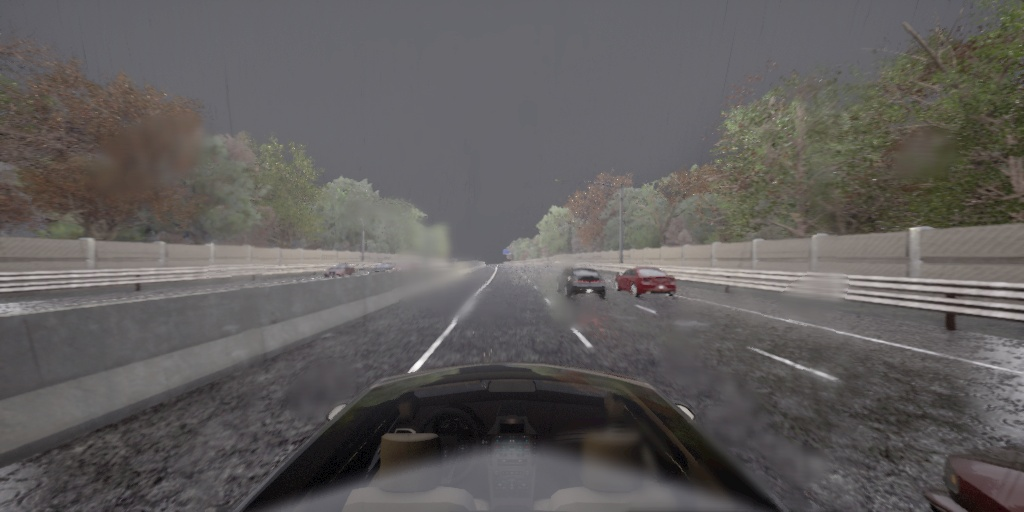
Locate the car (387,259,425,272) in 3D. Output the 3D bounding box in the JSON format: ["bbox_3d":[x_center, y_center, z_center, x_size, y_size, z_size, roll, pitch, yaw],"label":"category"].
[{"bbox_3d":[-10.900,1.344,37.276,2.097,1.767,4.553,0,0,-1],"label":"car"}]

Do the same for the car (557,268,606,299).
[{"bbox_3d":[3.531,1.360,18.733,1.837,1.490,4.892,0,0,0],"label":"car"}]

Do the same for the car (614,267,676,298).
[{"bbox_3d":[7.026,1.333,19.416,1.882,1.535,5.008,0,0,0],"label":"car"}]

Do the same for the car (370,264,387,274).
[{"bbox_3d":[-14.461,1.568,41.054,2.033,1.411,5.357,0,0,-1],"label":"car"}]

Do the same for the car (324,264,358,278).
[{"bbox_3d":[-17.904,1.566,37.636,1.994,1.385,4.181,0,0,-1],"label":"car"}]
